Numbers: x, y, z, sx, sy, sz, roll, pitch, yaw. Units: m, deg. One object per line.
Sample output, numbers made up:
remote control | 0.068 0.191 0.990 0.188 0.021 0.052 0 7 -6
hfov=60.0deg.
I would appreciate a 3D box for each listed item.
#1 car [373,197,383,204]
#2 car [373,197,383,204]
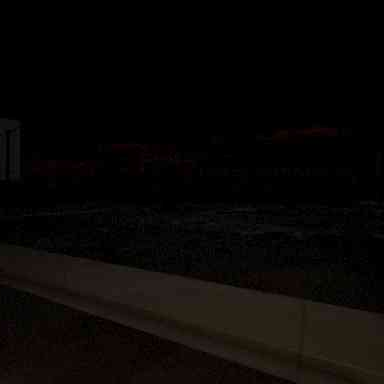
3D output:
car | 37.534 1.576 65.374 1.853 1.218 4.536 1 1 6
car | 37.527 1.734 65.323 2.038 1.542 4.974 1 1 6
